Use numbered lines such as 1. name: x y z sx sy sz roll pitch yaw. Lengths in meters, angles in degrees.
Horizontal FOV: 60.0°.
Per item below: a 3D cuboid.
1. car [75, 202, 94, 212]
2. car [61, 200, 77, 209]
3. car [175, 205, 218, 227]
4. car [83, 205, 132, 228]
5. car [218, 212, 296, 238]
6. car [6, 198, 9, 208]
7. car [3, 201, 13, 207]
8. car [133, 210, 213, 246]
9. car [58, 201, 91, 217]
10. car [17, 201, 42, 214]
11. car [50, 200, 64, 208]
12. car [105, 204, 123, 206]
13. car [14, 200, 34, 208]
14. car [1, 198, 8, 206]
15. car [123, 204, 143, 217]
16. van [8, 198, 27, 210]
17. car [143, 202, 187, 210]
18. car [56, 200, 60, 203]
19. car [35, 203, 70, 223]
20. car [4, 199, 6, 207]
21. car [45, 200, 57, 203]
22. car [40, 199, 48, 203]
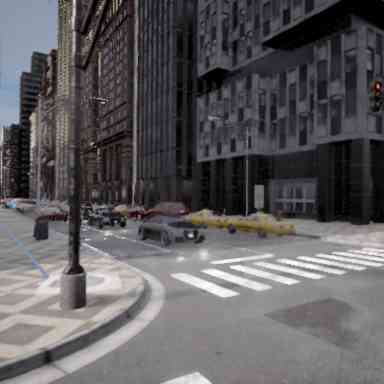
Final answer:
1. car: -17.078 2.366 52.776 1.947 1.339 4.313 1 -1 -32
2. car: -23.090 2.374 62.230 1.967 1.590 4.097 1 -1 -32
3. car: 0.870 1.933 24.563 1.752 1.417 4.829 1 -1 -32
4. car: -6.460 1.937 25.177 1.994 1.385 4.181 1 -1 -32
5. car: 3.876 1.868 19.837 1.752 1.417 4.829 1 -1 -32
6. car: -33.191 2.397 62.225 1.752 1.417 4.829 1 -1 -32
7. car: -42.303 2.658 76.546 1.802 1.307 4.206 1 -1 -32
8. car: -1.082 1.820 16.721 1.994 1.385 4.181 1 -1 -32
9. car: -12.031 1.999 33.947 1.837 1.490 4.892 1 -1 -32
10. car: -21.256 2.189 43.461 1.802 1.307 4.206 1 -1 -32
11. car: -29.103 2.508 71.682 1.967 1.590 4.097 1 -1 -32
12. car: -8.150 2.130 38.742 1.752 1.417 4.829 1 -1 -32
13. car: -24.262 2.255 48.187 1.802 1.307 4.206 1 -1 -32
14. car: -39.295 2.323 71.824 2.192 1.841 5.009 1 -1 -32
15. car: -5.052 2.082 33.872 1.887 1.381 4.507 1 -1 -32
16. van: -30.275 2.148 57.645 1.690 1.788 3.998 1 -1 -32
17. car: -2.045 1.786 29.149 2.192 1.841 5.009 1 -1 -32
18. car: -18.796 2.254 50.523 1.837 1.490 4.892 1 -1 -33
19. car: -12.236 1.954 29.283 1.887 1.381 4.507 1 -1 -32
20. car: -36.289 2.523 67.093 1.802 1.307 4.206 1 -1 -32
21. car: -24.388 2.474 59.308 1.895 1.301 4.718 1 -1 -33
22. car: -35.208 2.730 81.277 1.752 1.417 4.829 1 -1 -32
